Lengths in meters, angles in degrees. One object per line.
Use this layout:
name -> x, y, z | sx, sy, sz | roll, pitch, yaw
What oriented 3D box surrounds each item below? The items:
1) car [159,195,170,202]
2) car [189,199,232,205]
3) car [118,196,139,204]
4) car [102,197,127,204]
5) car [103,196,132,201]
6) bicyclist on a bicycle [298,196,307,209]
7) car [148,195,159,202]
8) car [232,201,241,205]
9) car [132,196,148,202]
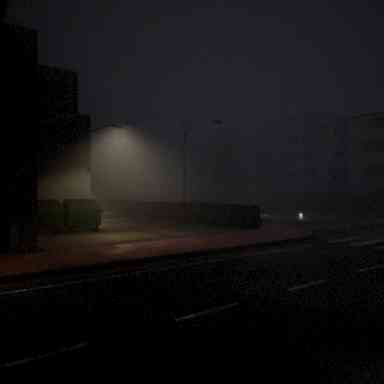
car -> -5.893, 1.326, 59.523 | 2.097, 1.767, 4.553 | 0, 0, -41
car -> 1.201, 1.461, 32.237 | 1.882, 1.535, 5.008 | 0, 0, -36
car -> -12.648, 1.539, 66.138 | 4.181, 1.385, 1.994 | 0, 0, 38
car -> -14.860, 1.579, 63.418 | 4.718, 1.301, 1.895 | 0, 0, 34
car -> -11.075, 1.547, 49.197 | 1.994, 1.385, 4.181 | 0, 0, -37
bicyclist on a bicycle -> 13.347, 1.271, 40.151 | 1.656, 1.620, 0.582 | 0, 0, -36
car -> -8.024, 1.541, 56.699 | 1.994, 1.385, 4.181 | 0, 0, -40
car -> 3.322, 1.471, 35.283 | 2.128, 1.511, 4.902 | 0, 0, -36
car -> -9.476, 1.486, 52.878 | 1.837, 1.490, 4.892 | 0, -1, -38
